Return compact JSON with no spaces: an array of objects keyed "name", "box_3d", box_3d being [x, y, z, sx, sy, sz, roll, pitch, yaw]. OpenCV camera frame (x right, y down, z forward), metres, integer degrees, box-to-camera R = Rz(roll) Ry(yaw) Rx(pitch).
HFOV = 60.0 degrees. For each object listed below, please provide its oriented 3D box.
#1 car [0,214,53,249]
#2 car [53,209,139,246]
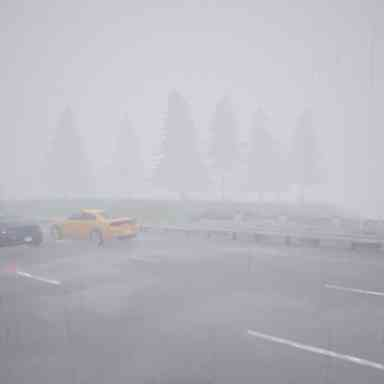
[{"name":"car","box_3d":[-8.165,1.647,14.121,4.674,1.442,1.812,0,0,35]},{"name":"car","box_3d":[-4.794,1.584,16.016,5.008,1.535,1.882,-1,0,36]}]
